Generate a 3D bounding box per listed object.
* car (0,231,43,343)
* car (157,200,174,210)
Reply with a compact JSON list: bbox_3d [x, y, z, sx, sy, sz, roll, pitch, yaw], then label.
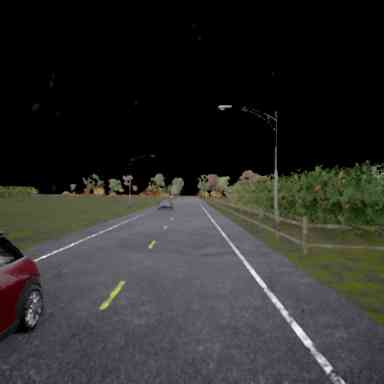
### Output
[{"bbox_3d":[-3.602,1.371,3.800,2.097,1.767,4.553,0,0,0],"label":"car"},{"bbox_3d":[-3.605,1.769,45.913,1.994,1.385,4.181,0,0,0],"label":"car"}]
